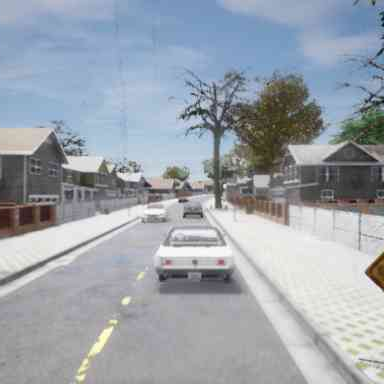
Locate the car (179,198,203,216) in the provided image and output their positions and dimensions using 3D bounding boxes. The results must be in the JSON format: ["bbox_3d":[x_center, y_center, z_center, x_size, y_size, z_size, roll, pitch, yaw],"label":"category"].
[{"bbox_3d":[0.099,1.619,32.062,2.033,1.411,5.357,0,0,0],"label":"car"}]

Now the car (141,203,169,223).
[{"bbox_3d":[-2.846,1.592,26.342,1.812,1.442,4.674,0,0,0],"label":"car"}]

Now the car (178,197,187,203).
[{"bbox_3d":[-1.717,1.620,67.561,1.895,1.301,4.718,0,0,4],"label":"car"}]

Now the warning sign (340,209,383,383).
[{"bbox_3d":[2.508,1.130,3.611,1.300,1.860,1.060,-1,-1,0],"label":"warning sign"}]

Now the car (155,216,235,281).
[{"bbox_3d":[0.075,1.634,9.875,1.895,1.301,4.718,0,0,0],"label":"car"}]
